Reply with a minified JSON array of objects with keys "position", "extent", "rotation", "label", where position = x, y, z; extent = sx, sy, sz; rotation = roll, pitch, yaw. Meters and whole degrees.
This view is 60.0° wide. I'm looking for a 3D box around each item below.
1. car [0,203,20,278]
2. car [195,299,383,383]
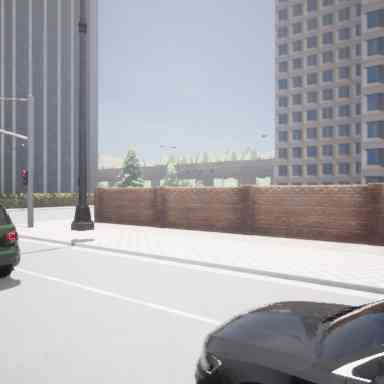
[{"position":[-6.786,1.221,8.819],"extent":[5.566,2.045,2.150],"rotation":[0,0,35],"label":"car"},{"position":[2.281,1.506,2.363],"extent":[4.892,1.490,1.837],"rotation":[0,0,36],"label":"car"}]
